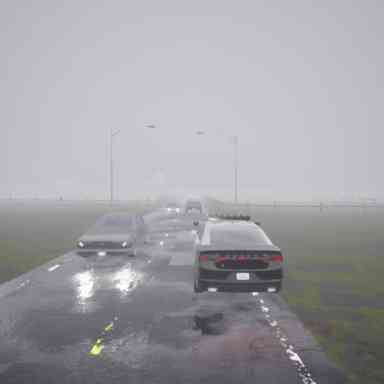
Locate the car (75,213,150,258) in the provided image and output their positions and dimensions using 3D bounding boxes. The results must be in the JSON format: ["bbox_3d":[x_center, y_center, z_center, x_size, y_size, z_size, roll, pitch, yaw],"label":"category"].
[{"bbox_3d":[-2.806,1.547,13.022,2.033,1.411,5.357,0,0,0],"label":"car"}]

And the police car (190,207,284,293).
[{"bbox_3d":[0.992,1.425,9.009,1.930,1.638,5.238,0,0,0],"label":"police car"}]

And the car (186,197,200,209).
[{"bbox_3d":[0.186,1.516,47.397,1.812,1.442,4.674,0,0,1],"label":"car"}]

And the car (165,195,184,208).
[{"bbox_3d":[-2.595,1.555,46.292,1.994,1.385,4.181,0,0,0],"label":"car"}]

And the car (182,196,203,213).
[{"bbox_3d":[0.197,1.499,37.228,1.837,1.490,4.892,0,0,0],"label":"car"}]
